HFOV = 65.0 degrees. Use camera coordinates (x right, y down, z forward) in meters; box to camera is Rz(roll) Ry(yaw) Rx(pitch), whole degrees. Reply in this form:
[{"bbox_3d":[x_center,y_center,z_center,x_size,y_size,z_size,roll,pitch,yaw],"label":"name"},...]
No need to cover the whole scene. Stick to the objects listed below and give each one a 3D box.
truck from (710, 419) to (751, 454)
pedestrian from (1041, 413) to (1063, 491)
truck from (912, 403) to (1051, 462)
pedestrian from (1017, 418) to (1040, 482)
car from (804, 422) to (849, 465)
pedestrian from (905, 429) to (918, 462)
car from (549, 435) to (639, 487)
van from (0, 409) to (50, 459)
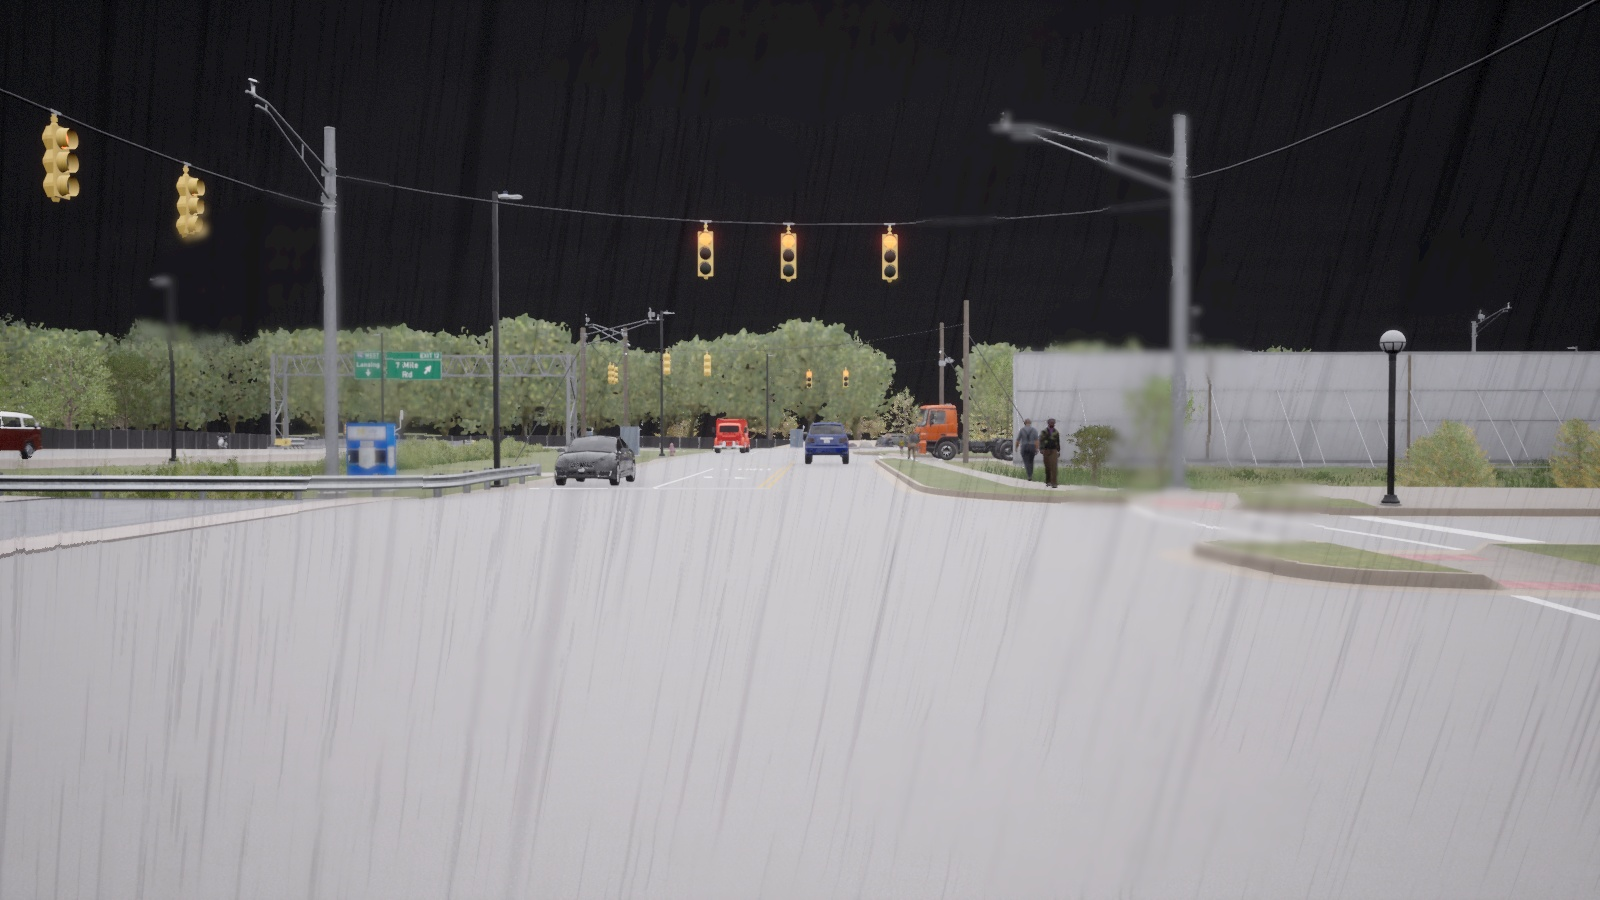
[{"bbox_3d":[-5.018,-1.013,91.452,2.627,2.467,5.204,0,1,0],"label":"truck"},{"bbox_3d":[6.316,0.040,31.448,0.395,1.930,0.692,0,2,-1],"label":"pedestrian"},{"bbox_3d":[11.121,-1.089,77.375,7.936,3.462,2.891,1,2,-4],"label":"truck"},{"bbox_3d":[6.604,-0.011,36.279,0.540,1.848,0.694,0,2,2],"label":"pedestrian"},{"bbox_3d":[1.359,-0.350,62.966,2.150,2.045,5.566,0,1,2],"label":"car"},{"bbox_3d":[6.413,-0.257,72.286,0.540,1.848,0.694,0,2,-16],"label":"pedestrian"},{"bbox_3d":[-6.251,0.292,38.693,1.837,1.490,4.892,0,1,2],"label":"car"},{"bbox_3d":[-33.568,-0.667,52.196,2.069,2.038,4.480,0,0,1],"label":"van"}]
